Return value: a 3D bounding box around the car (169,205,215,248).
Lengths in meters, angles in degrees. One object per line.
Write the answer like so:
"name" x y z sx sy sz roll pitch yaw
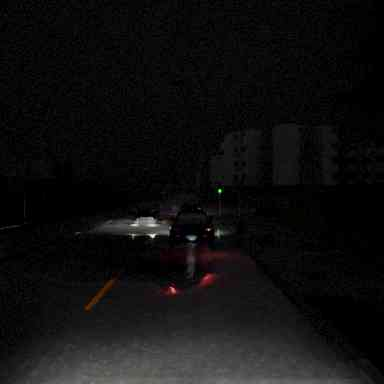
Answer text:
"car" 0.000 1.532 14.650 1.812 1.442 4.674 0 0 0

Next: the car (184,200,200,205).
"car" 0.000 1.515 29.650 1.837 1.490 4.892 0 0 0

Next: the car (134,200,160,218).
"car" -4.000 1.511 30.000 1.882 1.535 5.008 0 0 0
